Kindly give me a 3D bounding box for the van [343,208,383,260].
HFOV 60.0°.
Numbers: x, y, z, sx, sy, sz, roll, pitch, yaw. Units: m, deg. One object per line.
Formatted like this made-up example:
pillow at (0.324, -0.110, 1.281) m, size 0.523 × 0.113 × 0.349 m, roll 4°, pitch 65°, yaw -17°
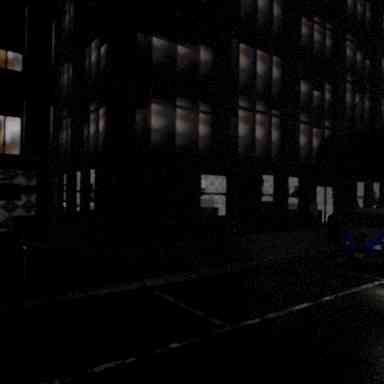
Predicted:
van at (6.840, 1.439, 11.424) m, size 3.998 × 1.788 × 1.690 m, roll 1°, pitch 0°, yaw -36°
